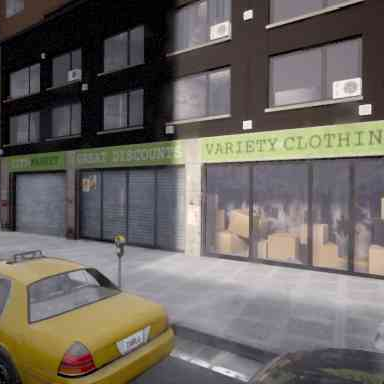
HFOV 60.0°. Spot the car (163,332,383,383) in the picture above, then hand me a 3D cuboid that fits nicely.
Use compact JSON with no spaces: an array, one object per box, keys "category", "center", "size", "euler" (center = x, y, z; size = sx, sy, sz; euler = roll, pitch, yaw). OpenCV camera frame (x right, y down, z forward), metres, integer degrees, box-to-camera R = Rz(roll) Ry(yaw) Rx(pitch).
[{"category":"car","center":[2.229,1.551,1.534],"size":[4.403,1.369,2.008],"euler":[0,1,35]}]

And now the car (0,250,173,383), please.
[{"category":"car","center":[-2.510,1.524,4.801],"size":[4.829,1.417,1.752],"euler":[0,1,35]}]
